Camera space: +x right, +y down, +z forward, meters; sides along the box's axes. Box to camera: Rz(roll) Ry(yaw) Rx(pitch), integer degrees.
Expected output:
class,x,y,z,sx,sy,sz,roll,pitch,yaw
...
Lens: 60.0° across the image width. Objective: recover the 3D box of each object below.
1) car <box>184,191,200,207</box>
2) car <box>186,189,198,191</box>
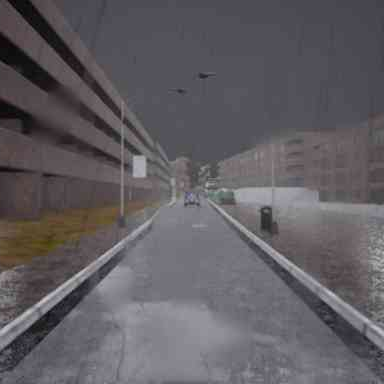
class,x,y,z,sx,sy,sz,roll,pitch,yaw
car,0.002,0.991,39.600,2.033,1.411,5.357,0,1,0
car,0.002,0.554,50.061,2.150,2.045,5.566,0,0,0
